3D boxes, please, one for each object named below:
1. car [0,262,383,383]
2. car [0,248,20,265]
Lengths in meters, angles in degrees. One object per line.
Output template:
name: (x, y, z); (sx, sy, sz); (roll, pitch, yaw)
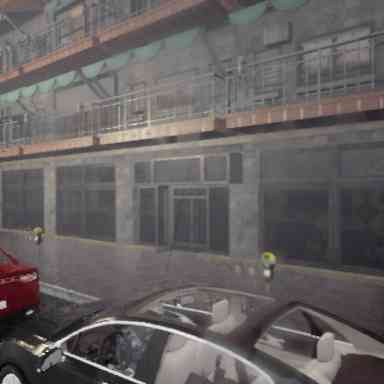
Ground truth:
car: (-0.071, 1.550, 2.927); (4.403, 1.369, 2.008); (0, 0, 36)
car: (-4.654, 1.545, 6.197); (4.507, 1.381, 1.887); (0, 0, 36)
